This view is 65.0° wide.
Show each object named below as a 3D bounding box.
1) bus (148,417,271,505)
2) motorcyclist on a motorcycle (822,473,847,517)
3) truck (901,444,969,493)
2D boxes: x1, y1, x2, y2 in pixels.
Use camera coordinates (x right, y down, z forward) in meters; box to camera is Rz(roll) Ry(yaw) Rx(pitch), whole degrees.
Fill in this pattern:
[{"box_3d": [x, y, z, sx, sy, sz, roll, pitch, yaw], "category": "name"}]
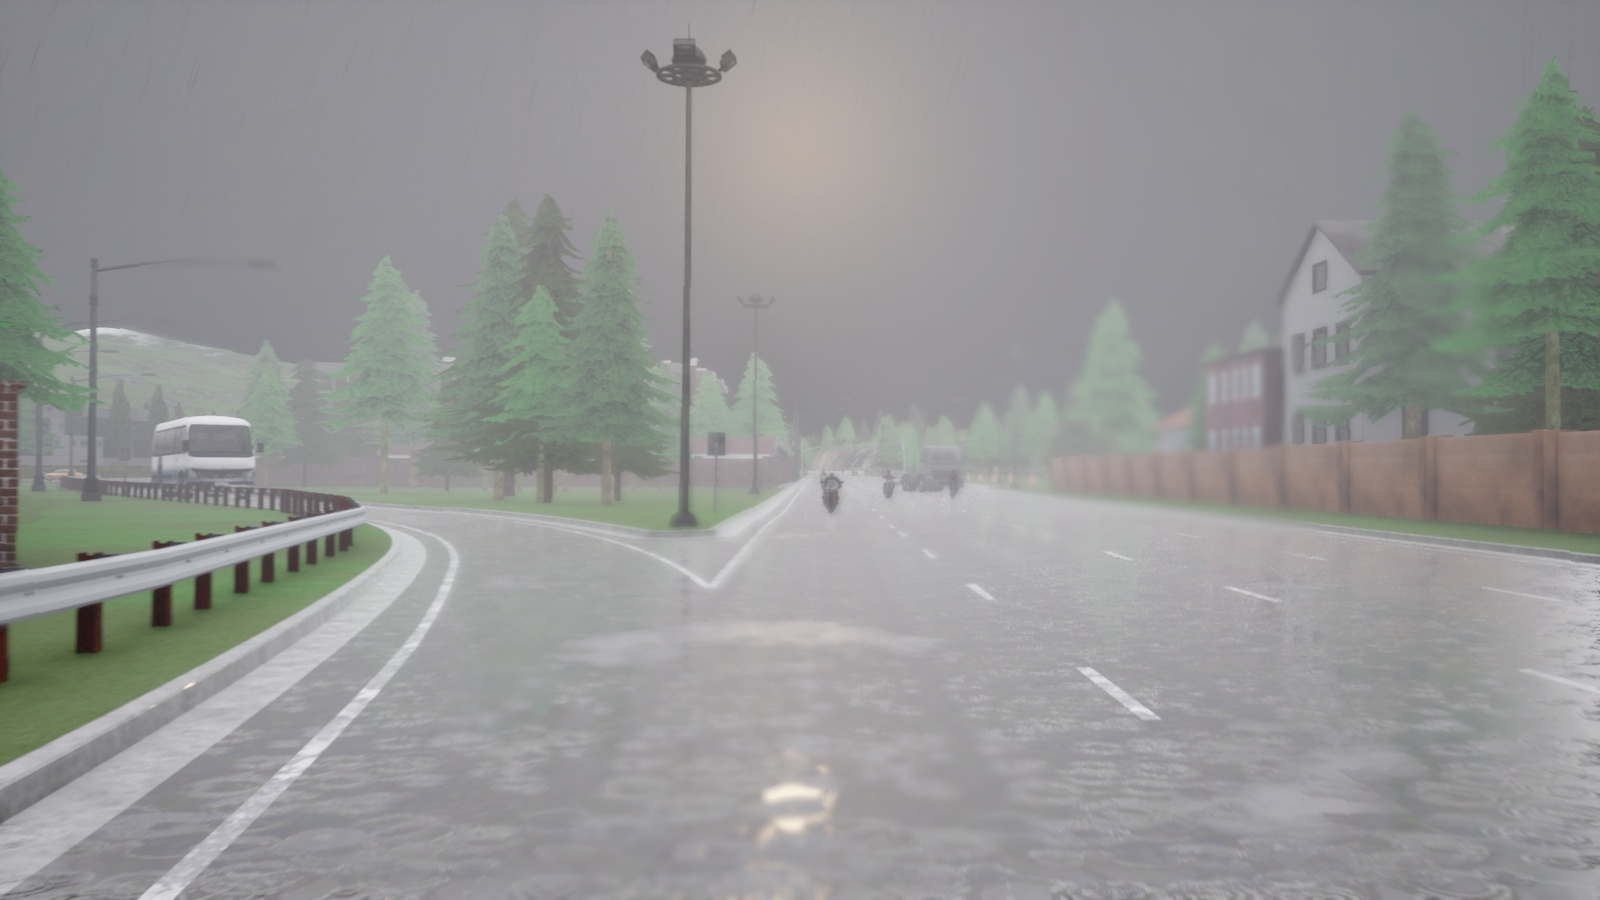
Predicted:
[{"box_3d": [-31.203, 0.666, 66.050, 3.944, 4.253, 10.273, 0, -2, -36], "category": "bus"}, {"box_3d": [1.262, 1.616, 45.887, 0.866, 1.530, 2.191, 0, 0, 2], "category": "motorcyclist on a motorcycle"}, {"box_3d": [9.971, 1.368, 93.475, 2.891, 3.462, 7.936, 0, -1, -11], "category": "truck"}]
